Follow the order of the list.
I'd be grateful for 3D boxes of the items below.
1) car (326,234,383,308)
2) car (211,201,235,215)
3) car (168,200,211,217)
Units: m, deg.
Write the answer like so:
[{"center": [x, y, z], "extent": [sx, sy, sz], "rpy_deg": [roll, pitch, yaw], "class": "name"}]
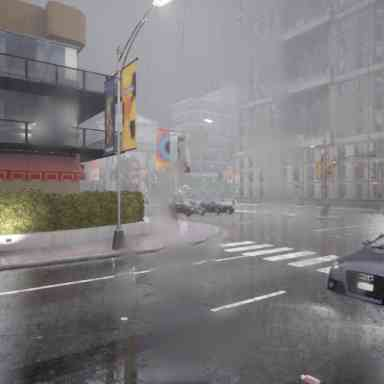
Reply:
[{"center": [4.867, 1.564, 7.241], "extent": [4.181, 1.385, 1.994], "rpy_deg": [0, 0, -33], "class": "car"}, {"center": [2.251, 1.601, 34.143], "extent": [1.895, 1.301, 4.718], "rpy_deg": [0, 0, -35], "class": "car"}, {"center": [-0.598, 1.526, 32.112], "extent": [1.812, 1.442, 4.674], "rpy_deg": [0, 0, -35], "class": "car"}]
